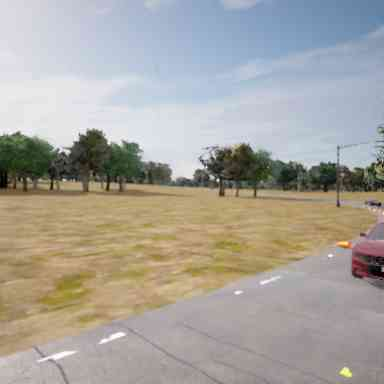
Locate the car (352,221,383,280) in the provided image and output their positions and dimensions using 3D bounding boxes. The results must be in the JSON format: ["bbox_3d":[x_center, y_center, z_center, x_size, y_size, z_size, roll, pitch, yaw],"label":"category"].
[{"bbox_3d":[6.210,1.592,9.782,1.882,1.535,5.008,0,0,40],"label":"car"}]

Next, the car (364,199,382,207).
[{"bbox_3d":[32.516,1.999,59.801,1.895,1.301,4.718,0,0,14],"label":"car"}]
